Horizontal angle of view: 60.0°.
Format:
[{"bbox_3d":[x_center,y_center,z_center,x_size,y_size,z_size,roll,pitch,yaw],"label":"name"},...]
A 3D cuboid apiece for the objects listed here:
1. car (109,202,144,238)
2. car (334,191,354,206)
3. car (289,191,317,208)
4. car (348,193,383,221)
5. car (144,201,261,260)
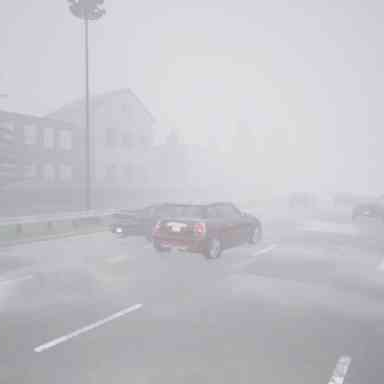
[{"bbox_3d":[-1.430,1.159,14.707,1.837,1.490,4.892,1,2,34],"label":"car"},{"bbox_3d":[15.954,0.685,34.303,2.128,1.511,4.902,1,2,34],"label":"car"},{"bbox_3d":[11.216,0.717,33.525,1.837,1.490,4.892,1,1,34],"label":"car"},{"bbox_3d":[11.701,1.013,21.717,1.812,1.442,4.674,1,2,34],"label":"car"},{"bbox_3d":[0.723,1.077,11.629,2.097,1.767,4.553,1,2,34],"label":"car"}]
